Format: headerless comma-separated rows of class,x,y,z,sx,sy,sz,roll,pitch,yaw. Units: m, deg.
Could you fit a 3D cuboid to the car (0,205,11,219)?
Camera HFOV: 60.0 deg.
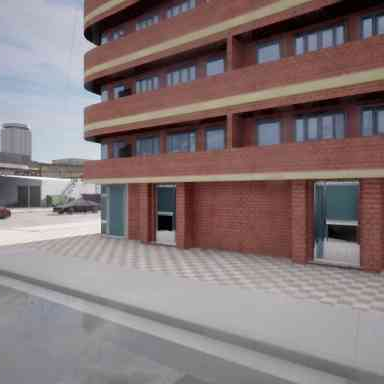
car,-17.013,1.564,26.880,1.994,1.385,4.181,0,0,34

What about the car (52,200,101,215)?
car,-11.704,1.547,34.608,2.033,1.411,5.357,0,0,34
